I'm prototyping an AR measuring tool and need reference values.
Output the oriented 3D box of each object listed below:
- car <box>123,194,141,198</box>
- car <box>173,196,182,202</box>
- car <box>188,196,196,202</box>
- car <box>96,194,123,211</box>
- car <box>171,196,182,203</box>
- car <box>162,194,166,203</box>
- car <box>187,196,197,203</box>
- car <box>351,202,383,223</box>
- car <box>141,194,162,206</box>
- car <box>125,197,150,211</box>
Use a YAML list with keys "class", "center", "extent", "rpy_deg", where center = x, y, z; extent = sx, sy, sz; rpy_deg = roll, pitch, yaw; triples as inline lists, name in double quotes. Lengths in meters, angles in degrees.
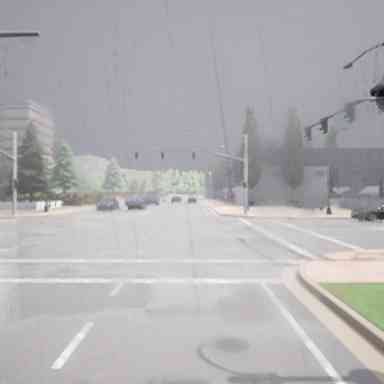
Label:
- class: "car"
  center: [-10.538, 1.603, 58.569]
  extent: [1.882, 1.535, 5.008]
  rpy_deg: [0, 0, 0]
- class: "car"
  center: [-3.499, 1.582, 81.285]
  extent: [1.994, 1.385, 4.181]
  rpy_deg: [0, 0, 0]
- class: "car"
  center: [0.001, 1.581, 81.284]
  extent: [1.994, 1.385, 4.181]
  rpy_deg: [0, 0, 0]
- class: "car"
  center: [-10.585, 1.443, 42.027]
  extent: [2.097, 1.767, 4.553]
  rpy_deg: [0, 0, 0]
- class: "car"
  center: [-3.499, 1.639, 70.914]
  extent: [1.837, 1.490, 4.892]
  rpy_deg: [0, 0, 0]
- class: "car"
  center: [-6.999, 1.372, 73.732]
  extent: [2.150, 2.045, 5.566]
  rpy_deg: [0, 0, 0]
- class: "car"
  center: [0.001, 1.617, 70.914]
  extent: [1.882, 1.535, 5.008]
  rpy_deg: [0, 0, 0]
- class: "car"
  center: [14.952, 1.546, 25.808]
  extent: [4.902, 1.511, 2.128]
  rpy_deg: [0, 0, -1]
- class: "car"
  center: [-7.037, 1.348, 58.696]
  extent: [2.150, 2.045, 5.566]
  rpy_deg: [0, 0, 1]
- class: "car"
  center: [-7.083, 1.693, 43.110]
  extent: [1.895, 1.301, 4.718]
  rpy_deg: [0, 0, 0]
